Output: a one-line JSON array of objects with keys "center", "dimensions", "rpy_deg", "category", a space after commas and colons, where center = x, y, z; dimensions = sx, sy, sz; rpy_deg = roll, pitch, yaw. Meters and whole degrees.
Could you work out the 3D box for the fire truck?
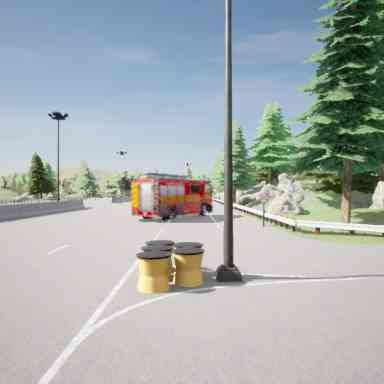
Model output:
[{"center": [-1.373, 0.382, 29.012], "dimensions": [2.891, 3.827, 8.468], "rpy_deg": [0, 0, 33], "category": "fire truck"}]
